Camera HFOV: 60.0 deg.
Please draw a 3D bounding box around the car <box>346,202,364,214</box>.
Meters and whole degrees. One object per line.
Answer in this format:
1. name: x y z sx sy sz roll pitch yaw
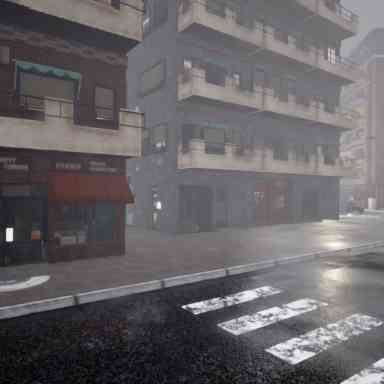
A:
1. car: 18.028 1.789 38.298 1.895 1.301 4.718 0 0 5
